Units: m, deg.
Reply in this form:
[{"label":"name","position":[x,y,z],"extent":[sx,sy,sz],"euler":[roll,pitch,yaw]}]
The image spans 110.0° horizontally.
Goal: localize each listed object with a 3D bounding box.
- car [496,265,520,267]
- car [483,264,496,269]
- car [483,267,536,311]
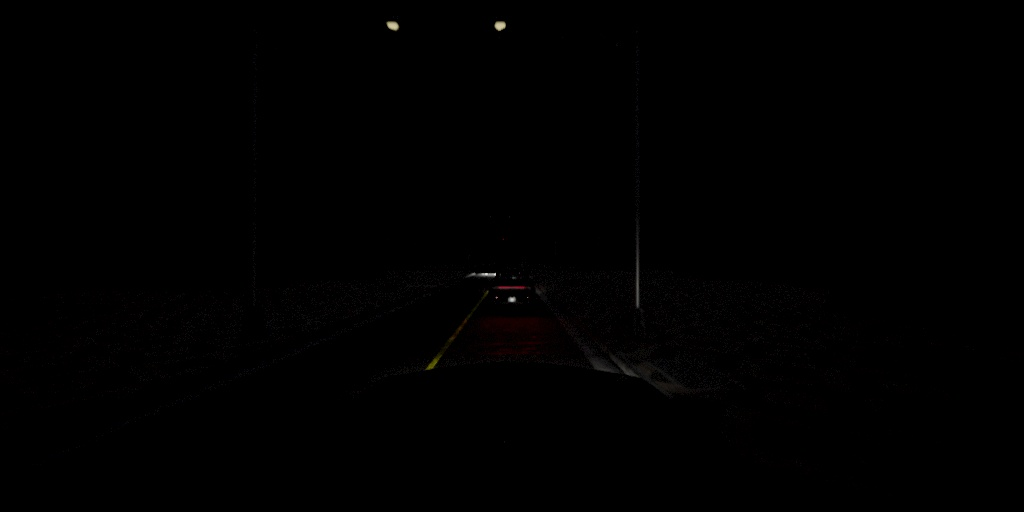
[{"label":"car","position":[0.013,1.535,30.336],"extent":[2.128,1.511,4.902],"euler":[0,0,0]},{"label":"car","position":[-3.038,1.812,51.420],"extent":[1.994,1.385,4.181],"euler":[0,-1,0]},{"label":"car","position":[0.018,1.384,15.338],"extent":[2.128,1.511,4.902],"euler":[0,0,0]}]
